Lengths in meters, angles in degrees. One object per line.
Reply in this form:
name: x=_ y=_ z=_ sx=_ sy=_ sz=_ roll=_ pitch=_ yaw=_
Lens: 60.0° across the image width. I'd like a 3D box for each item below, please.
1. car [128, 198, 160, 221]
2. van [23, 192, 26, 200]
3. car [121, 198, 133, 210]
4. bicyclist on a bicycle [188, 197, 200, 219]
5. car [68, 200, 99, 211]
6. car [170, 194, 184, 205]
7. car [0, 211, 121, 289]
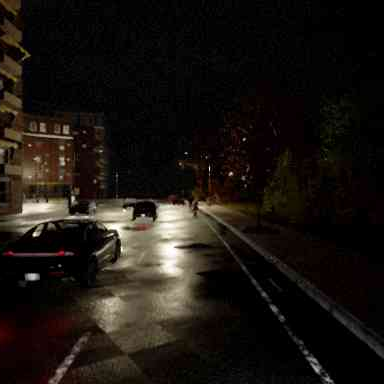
car: x=-3.766 y=1.497 z=27.403 sx=1.837 sy=1.490 sz=4.892 roll=0 pitch=0 yaw=-2
van: x=-34.152 y=0.893 z=64.027 sx=3.998 sy=1.788 sz=1.690 roll=1 pitch=-1 yaw=-34
car: x=-8.102 y=1.536 z=44.212 sx=2.033 sy=1.411 sz=5.357 roll=0 pitch=0 yaw=-4
bicyclist on a bicycle: x=0.296 y=1.426 z=27.758 sx=0.866 sy=1.612 sz=1.509 roll=0 pitch=0 yaw=-3
car: x=-10.733 y=1.544 z=33.313 sx=2.033 sy=1.411 sz=5.357 roll=0 pitch=0 yaw=-3
car: x=-2.411 y=1.449 z=57.351 sx=1.882 sy=1.535 sz=5.008 roll=0 pitch=0 yaw=-5
car: x=-3.250 y=1.490 z=9.123 sx=2.128 sy=1.511 sz=4.902 roll=0 pitch=0 yaw=-1
